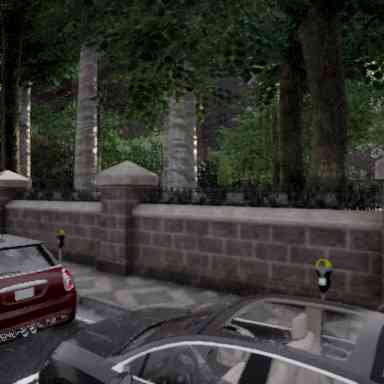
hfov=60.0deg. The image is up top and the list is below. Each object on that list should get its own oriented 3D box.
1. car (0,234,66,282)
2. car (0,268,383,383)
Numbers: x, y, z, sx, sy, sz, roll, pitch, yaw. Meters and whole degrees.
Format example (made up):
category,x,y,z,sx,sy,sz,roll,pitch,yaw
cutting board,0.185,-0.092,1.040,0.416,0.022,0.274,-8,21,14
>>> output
category,x,y,z,sx,sy,sz,roll,pitch,yaw
car,-3.896,1.434,5.741,4.097,1.590,1.967,0,0,35
car,0.546,1.550,2.574,4.403,1.369,2.008,0,0,35
